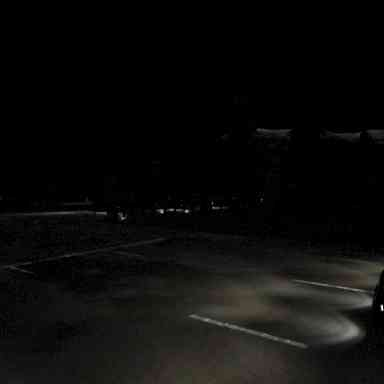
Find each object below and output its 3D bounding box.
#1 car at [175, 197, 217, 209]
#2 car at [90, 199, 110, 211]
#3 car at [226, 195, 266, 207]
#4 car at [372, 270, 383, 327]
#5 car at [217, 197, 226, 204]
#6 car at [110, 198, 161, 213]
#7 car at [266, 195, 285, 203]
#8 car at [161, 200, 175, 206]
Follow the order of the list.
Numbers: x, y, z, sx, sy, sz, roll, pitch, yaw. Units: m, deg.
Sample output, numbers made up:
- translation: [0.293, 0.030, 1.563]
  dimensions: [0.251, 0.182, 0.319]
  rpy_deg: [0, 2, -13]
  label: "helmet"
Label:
- translation: [0.567, 1.421, 43.002]
  dimensions: [4.892, 1.490, 1.837]
  rpy_deg: [0, 0, -41]
  label: "car"
- translation: [-9.239, 1.494, 38.316]
  dimensions: [1.895, 1.301, 4.718]
  rpy_deg: [0, 0, 43]
  label: "car"
- translation: [7.948, 1.419, 48.737]
  dimensions: [4.902, 1.511, 2.128]
  rpy_deg: [0, 0, -35]
  label: "car"
- translation: [5.100, 1.352, 4.608]
  dimensions: [4.553, 1.767, 2.097]
  rpy_deg: [0, 0, 36]
  label: "car"
- translation: [4.615, 1.458, 50.789]
  dimensions: [5.357, 1.411, 2.033]
  rpy_deg: [0, 0, -37]
  label: "car"
- translation: [-6.080, 1.414, 36.510]
  dimensions: [1.837, 1.490, 4.892]
  rpy_deg: [0, 0, 43]
  label: "car"
- translation: [12.727, 1.278, 55.858]
  dimensions: [4.553, 1.767, 2.097]
  rpy_deg: [0, 0, -28]
  label: "car"
- translation: [-2.785, 1.425, 44.691]
  dimensions: [4.674, 1.442, 1.812]
  rpy_deg: [0, 0, -42]
  label: "car"
